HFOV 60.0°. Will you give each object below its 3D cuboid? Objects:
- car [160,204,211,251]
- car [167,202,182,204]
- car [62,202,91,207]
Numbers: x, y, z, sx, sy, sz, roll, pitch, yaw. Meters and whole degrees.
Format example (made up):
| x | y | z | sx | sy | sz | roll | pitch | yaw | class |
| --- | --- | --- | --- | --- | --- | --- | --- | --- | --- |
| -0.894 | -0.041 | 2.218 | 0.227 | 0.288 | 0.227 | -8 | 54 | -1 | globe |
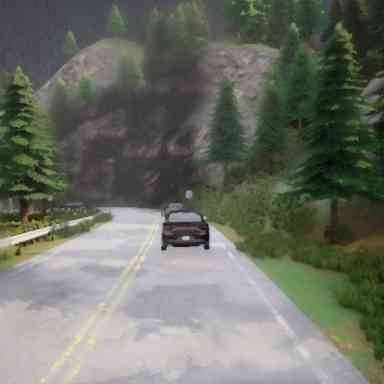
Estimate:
| x | y | z | sx | sy | sz | roll | pitch | yaw | class |
| --- | --- | --- | --- | --- | --- | --- | --- | --- | --- |
| -0.330 | 1.488 | 14.272 | 1.882 | 1.535 | 5.008 | 0 | 0 | -3 | car |
| -1.565 | 1.577 | 29.461 | 1.994 | 1.385 | 4.181 | -1 | 0 | -10 | car |
| -16.372 | 2.092 | 46.592 | 5.357 | 1.411 | 2.033 | -3 | 2 | 33 | car |
